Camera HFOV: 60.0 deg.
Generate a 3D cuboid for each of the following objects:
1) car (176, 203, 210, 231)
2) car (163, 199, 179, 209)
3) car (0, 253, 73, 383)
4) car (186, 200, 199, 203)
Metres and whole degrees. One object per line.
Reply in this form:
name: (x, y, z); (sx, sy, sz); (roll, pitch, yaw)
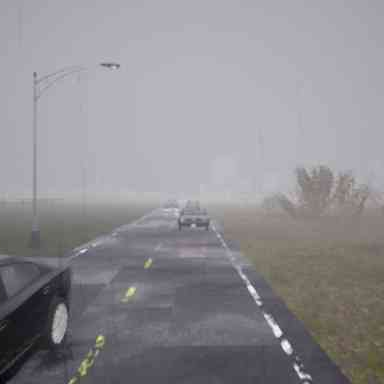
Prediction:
car: (0.094, 1.605, 20.840); (1.895, 1.301, 4.718); (0, 0, 0)
car: (-2.837, 1.636, 46.458); (1.994, 1.385, 4.181); (0, 0, 0)
car: (-2.852, 1.478, 3.392); (1.882, 1.535, 5.008); (0, 0, 0)
car: (0.090, 1.580, 35.445); (2.033, 1.411, 5.357); (0, 0, 0)
